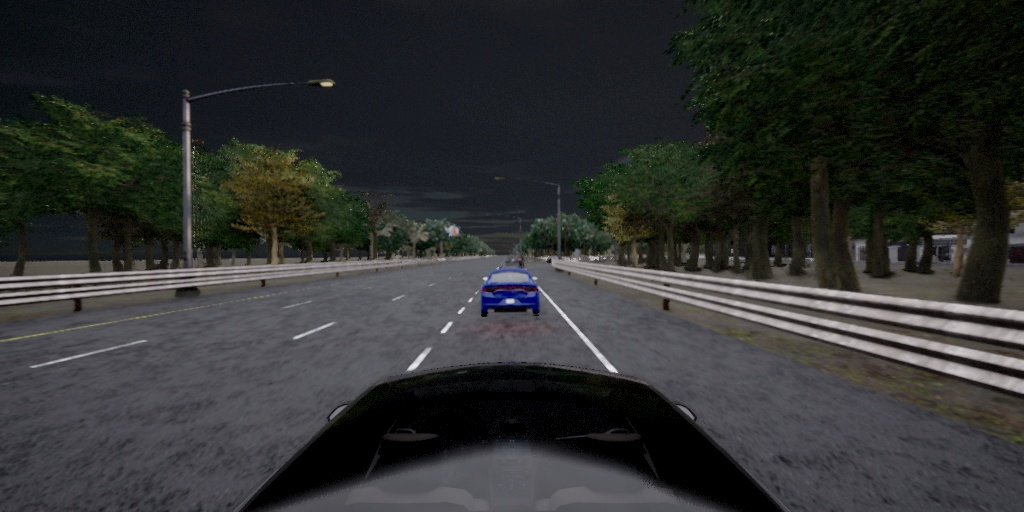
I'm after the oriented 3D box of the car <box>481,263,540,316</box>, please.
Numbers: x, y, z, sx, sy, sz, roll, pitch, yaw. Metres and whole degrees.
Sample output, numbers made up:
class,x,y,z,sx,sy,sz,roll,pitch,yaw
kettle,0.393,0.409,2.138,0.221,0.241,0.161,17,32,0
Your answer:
class,x,y,z,sx,sy,sz,roll,pitch,yaw
car,-0.067,1.196,13.170,1.882,1.535,5.008,0,0,0

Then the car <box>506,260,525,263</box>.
class,x,y,z,sx,sy,sz,roll,pitch,yaw
car,-0.173,1.232,29.595,1.895,1.301,4.718,0,0,0

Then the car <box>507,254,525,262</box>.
class,x,y,z,sx,sy,sz,roll,pitch,yaw
car,0.543,0.762,50.549,2.150,2.045,5.566,-1,0,8
